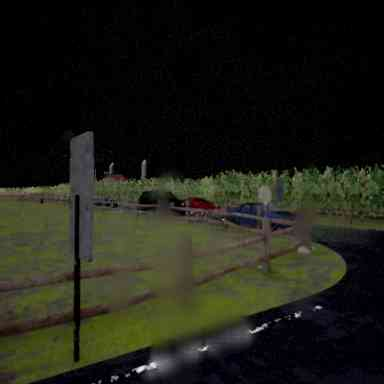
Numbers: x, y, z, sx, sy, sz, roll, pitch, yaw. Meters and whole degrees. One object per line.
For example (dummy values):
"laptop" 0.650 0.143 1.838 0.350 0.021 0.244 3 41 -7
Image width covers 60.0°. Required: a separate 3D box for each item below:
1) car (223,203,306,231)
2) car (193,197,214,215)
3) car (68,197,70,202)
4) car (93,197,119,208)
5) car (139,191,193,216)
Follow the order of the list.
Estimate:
"car" 4.008 1.340 19.108 2.033 1.411 5.357 1 0 -32
"car" -0.046 1.224 30.241 1.882 1.535 5.008 1 0 -35
"car" -20.757 1.133 59.547 1.895 1.301 4.718 1 0 -36
"car" -10.334 1.231 39.691 1.895 1.301 4.718 1 0 -35
"car" -2.615 0.936 28.748 2.150 2.045 5.566 1 0 -35
